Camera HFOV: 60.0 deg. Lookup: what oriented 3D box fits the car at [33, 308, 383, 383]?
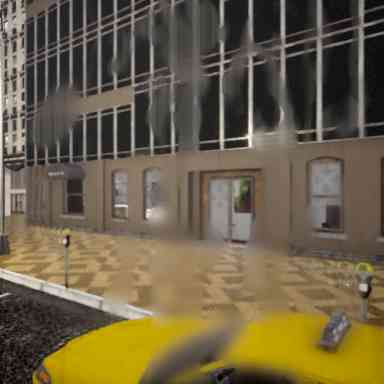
[{"bbox_3d":[0.727,1.522,2.362,4.829,1.417,1.752,0,0,36],"label":"car"}]
